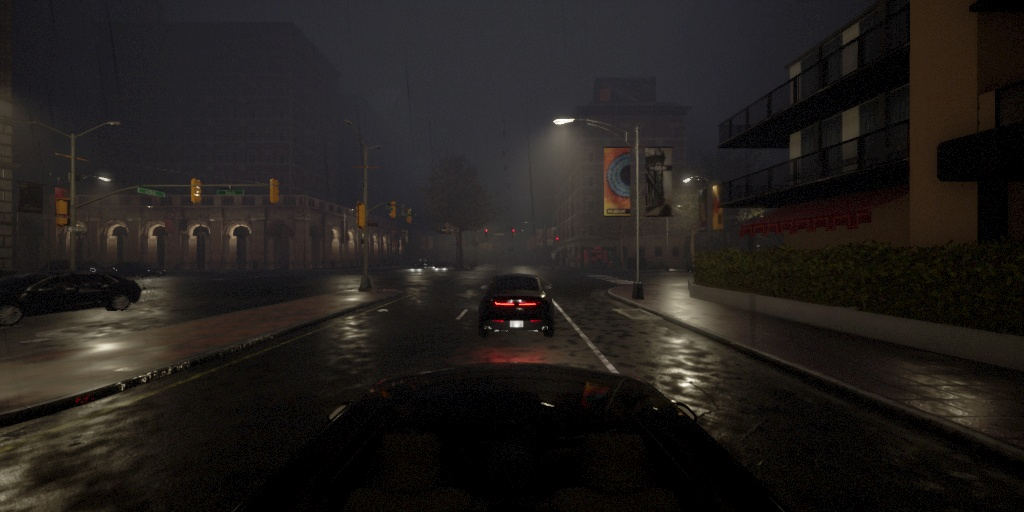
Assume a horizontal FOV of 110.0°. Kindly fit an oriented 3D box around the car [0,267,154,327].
[{"bbox_3d":[-14.958,1.257,11.490,1.837,1.490,4.892,0,-1,0],"label":"car"}]

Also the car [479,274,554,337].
[{"bbox_3d":[0.117,1.255,10.339,1.837,1.490,4.892,0,0,0],"label":"car"}]

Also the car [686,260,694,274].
[{"bbox_3d":[21.899,1.351,39.579,4.718,1.301,1.895,0,0,0],"label":"car"}]

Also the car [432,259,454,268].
[{"bbox_3d":[-11.302,1.314,58.747,1.994,1.385,4.181,0,0,0],"label":"car"}]

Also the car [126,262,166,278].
[{"bbox_3d":[-34.116,1.276,32.421,4.674,1.442,1.812,0,0,0],"label":"car"}]

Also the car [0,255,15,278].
[{"bbox_3d":[-49.336,0.972,32.478,5.566,2.045,2.150,0,0,0],"label":"car"}]

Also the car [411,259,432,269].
[{"bbox_3d":[-14.808,1.241,57.978,2.128,1.511,4.902,0,0,0],"label":"car"}]

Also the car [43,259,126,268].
[{"bbox_3d":[-34.771,1.102,28.923,4.553,1.767,2.097,0,0,0],"label":"car"}]
